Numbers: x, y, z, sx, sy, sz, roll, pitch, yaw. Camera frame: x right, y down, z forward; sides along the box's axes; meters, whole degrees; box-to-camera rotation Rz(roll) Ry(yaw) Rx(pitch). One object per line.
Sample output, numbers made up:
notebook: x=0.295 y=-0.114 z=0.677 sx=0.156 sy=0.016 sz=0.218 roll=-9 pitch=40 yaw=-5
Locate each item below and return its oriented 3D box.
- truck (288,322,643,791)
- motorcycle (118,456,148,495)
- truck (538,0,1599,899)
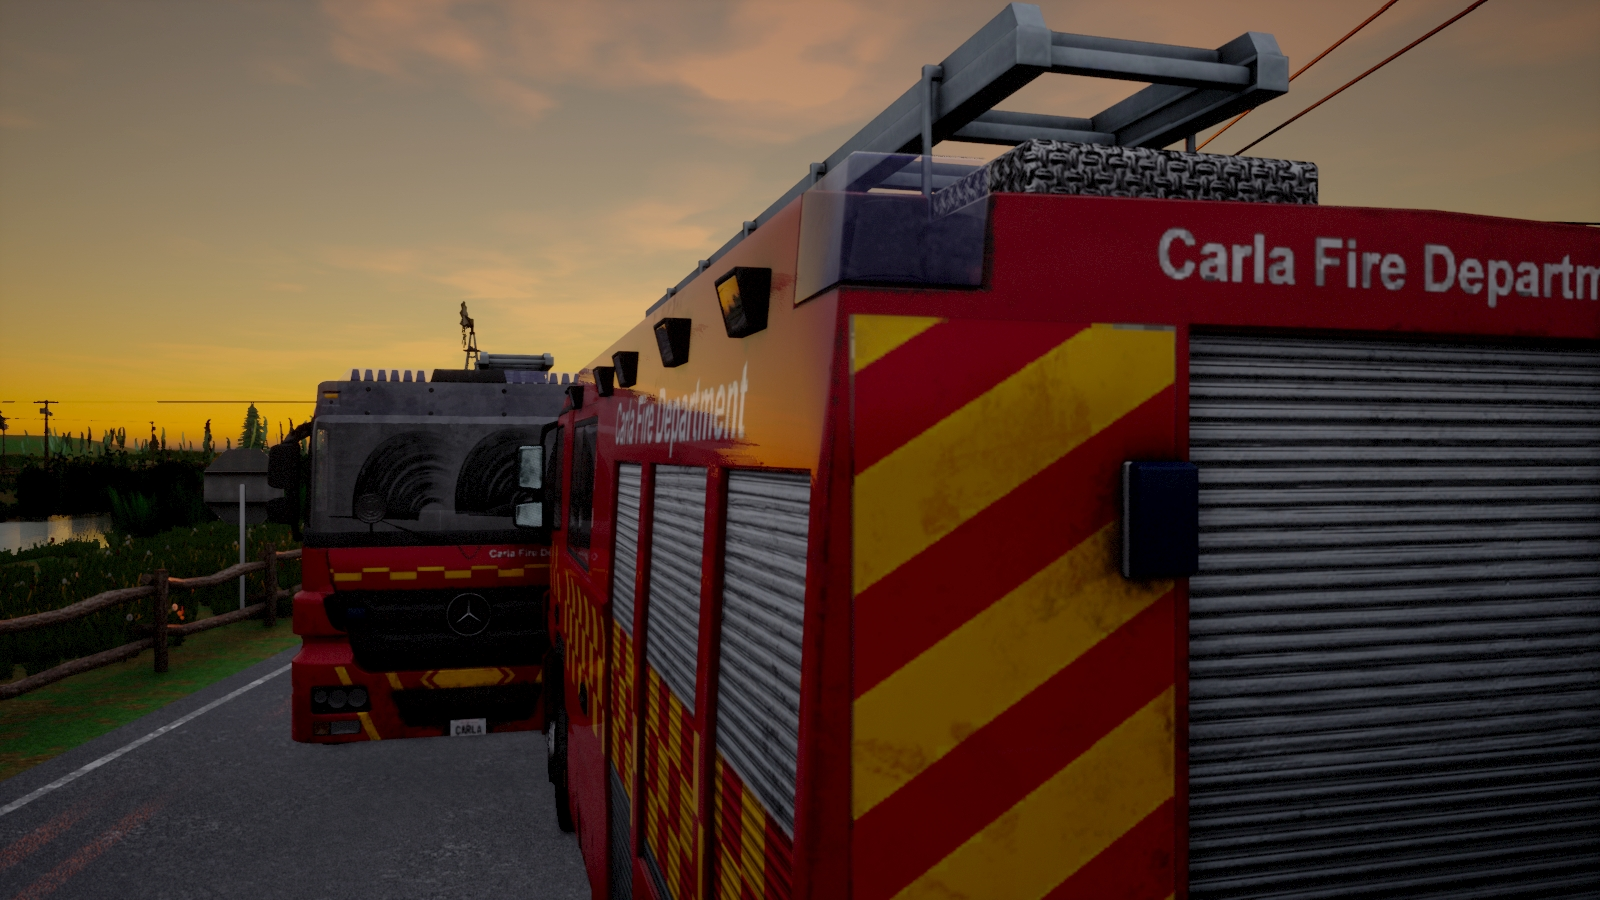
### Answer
truck: x=-3.938 y=0.862 z=13.796 sx=2.891 sy=3.827 sz=8.468 roll=0 pitch=0 yaw=-16
motorcycle: x=-41.464 y=1.576 z=71.043 sx=0.803 sy=2.348 sz=2.033 roll=0 pitch=0 yaw=-4
truck: x=0.130 y=0.867 z=6.868 sx=2.891 sy=3.827 sz=8.468 roll=0 pitch=0 yaw=-16
